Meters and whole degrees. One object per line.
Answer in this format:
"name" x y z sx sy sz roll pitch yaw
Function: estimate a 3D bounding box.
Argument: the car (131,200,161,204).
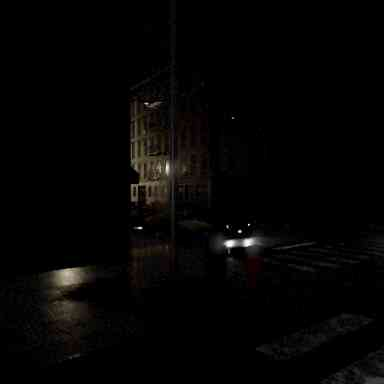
"car" -4.805 1.517 26.733 2.128 1.511 4.902 0 0 -35

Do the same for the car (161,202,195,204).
"car" -0.608 1.565 30.297 1.947 1.339 4.313 0 0 -35

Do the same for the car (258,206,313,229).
"car" 5.671 1.557 21.479 1.947 1.339 4.313 0 0 -35

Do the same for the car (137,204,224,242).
"car" -0.774 1.554 16.693 1.752 1.417 4.829 0 0 -35

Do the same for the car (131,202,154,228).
"car" -4.012 1.584 21.241 2.008 1.369 4.403 0 0 -35

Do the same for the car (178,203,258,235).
"car" 0.951 1.565 18.691 2.033 1.411 5.357 0 0 -32

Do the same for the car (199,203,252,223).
"car" 2.531 1.578 25.888 1.802 1.307 4.206 0 0 -35

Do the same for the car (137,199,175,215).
"car" -3.846 1.528 34.845 1.752 1.417 4.829 0 0 -35
